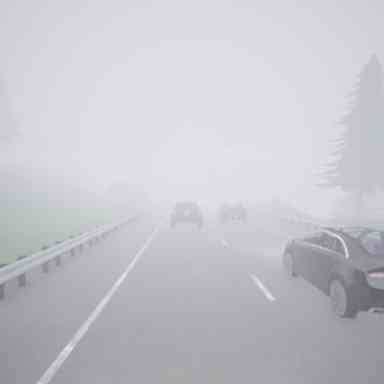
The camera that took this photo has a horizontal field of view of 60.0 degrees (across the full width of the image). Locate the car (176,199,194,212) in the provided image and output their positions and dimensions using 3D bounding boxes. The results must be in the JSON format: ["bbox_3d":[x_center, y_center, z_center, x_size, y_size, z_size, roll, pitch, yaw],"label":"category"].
[{"bbox_3d":[-0.881,1.608,41.385,2.128,1.511,4.902,0,0,-2],"label":"car"}]

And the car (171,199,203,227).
[{"bbox_3d":[-0.391,1.418,23.500,2.097,1.767,4.553,0,0,-2],"label":"car"}]

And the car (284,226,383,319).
[{"bbox_3d":[3.497,1.509,7.383,2.128,1.511,4.902,0,0,-1],"label":"car"}]

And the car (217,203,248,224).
[{"bbox_3d":[3.053,1.561,25.667,2.128,1.511,4.902,0,0,-2],"label":"car"}]
